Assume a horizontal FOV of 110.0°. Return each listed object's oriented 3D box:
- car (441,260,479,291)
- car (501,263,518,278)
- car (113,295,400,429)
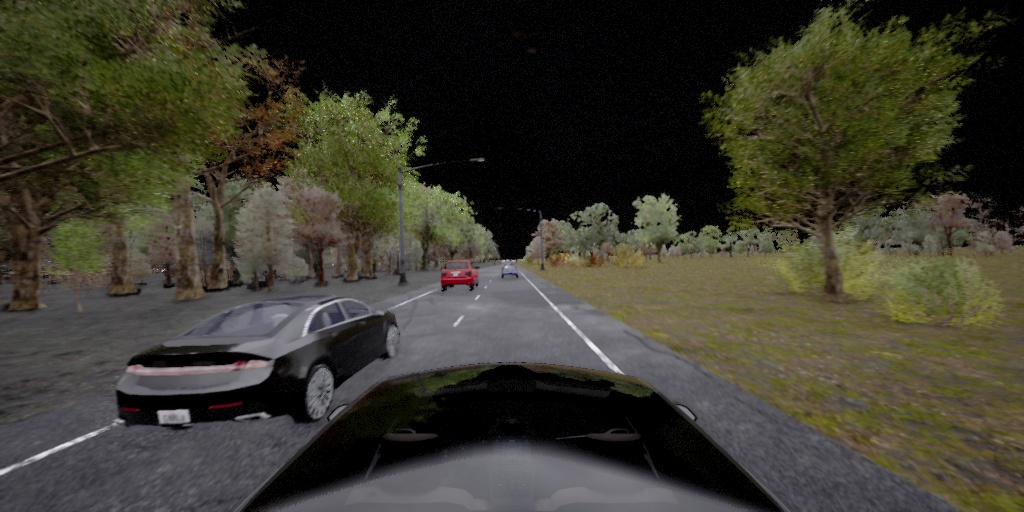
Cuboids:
[{"bbox_3d":[-3.592,1.313,25.389,2.150,2.045,5.566,-2,-1,-1],"label":"car"},{"bbox_3d":[-0.248,1.663,40.391,2.033,1.411,5.357,-2,-1,-1],"label":"car"},{"bbox_3d":[-3.371,1.396,5.970,2.128,1.511,4.902,-2,-1,-1],"label":"car"}]
